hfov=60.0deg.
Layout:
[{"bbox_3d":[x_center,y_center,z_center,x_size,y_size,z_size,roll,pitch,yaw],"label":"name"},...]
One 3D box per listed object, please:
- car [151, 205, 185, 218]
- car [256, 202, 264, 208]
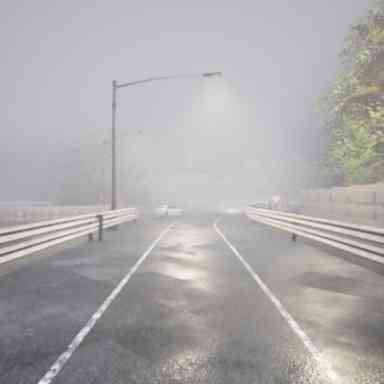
[{"bbox_3d":[-2.799,2.252,39.032,1.812,1.442,4.674,-1,-2,38],"label":"car"},{"bbox_3d":[14.601,2.989,70.323,2.033,1.411,5.357,0,-1,19],"label":"car"}]
